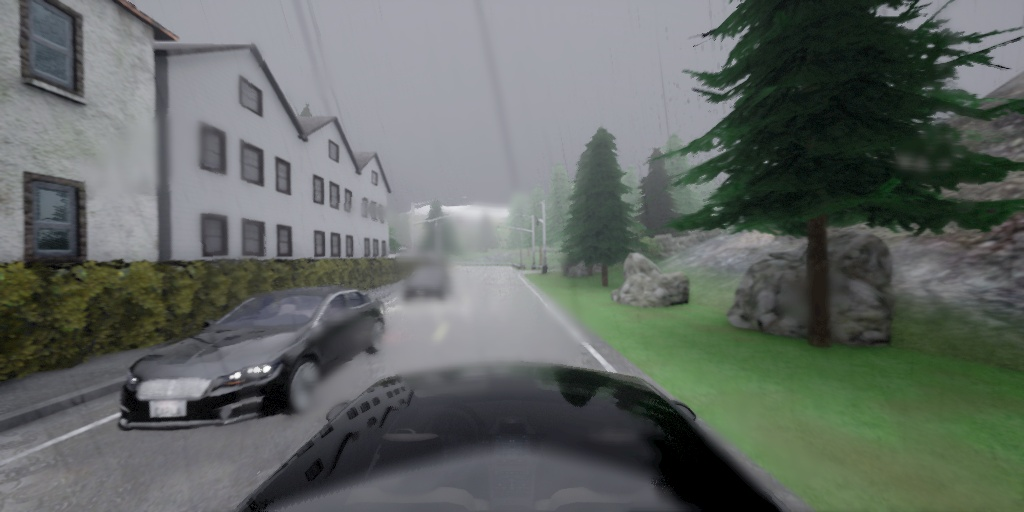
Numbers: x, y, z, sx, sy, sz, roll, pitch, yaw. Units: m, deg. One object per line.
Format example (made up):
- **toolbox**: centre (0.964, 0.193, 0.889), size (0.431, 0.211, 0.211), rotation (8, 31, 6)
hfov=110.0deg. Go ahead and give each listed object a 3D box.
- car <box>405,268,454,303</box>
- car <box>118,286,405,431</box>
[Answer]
- **car**: centre (-4.016, 1.369, 17.877), size (1.837, 1.490, 4.892), rotation (-1, 0, -2)
- **car**: centre (-3.652, 1.328, 6.172), size (2.128, 1.511, 4.902), rotation (-1, 0, -2)
